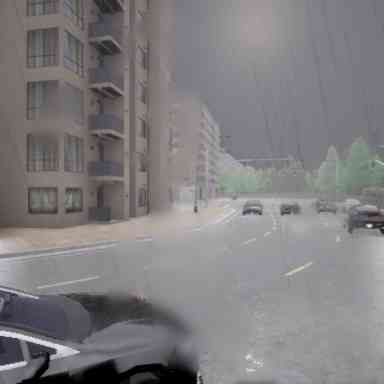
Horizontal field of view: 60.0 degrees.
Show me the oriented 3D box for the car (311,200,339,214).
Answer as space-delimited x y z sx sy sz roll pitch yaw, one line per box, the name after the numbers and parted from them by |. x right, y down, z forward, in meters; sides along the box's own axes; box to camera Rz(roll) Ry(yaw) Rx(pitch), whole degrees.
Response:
13.773 1.542 34.857 2.033 1.411 5.357 0 0 12 | car

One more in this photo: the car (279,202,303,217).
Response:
9.301 1.596 31.395 1.895 1.301 4.718 0 0 13 | car

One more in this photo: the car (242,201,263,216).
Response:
5.997 1.543 32.657 2.033 1.411 5.357 0 0 13 | car

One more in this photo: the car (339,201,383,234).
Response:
9.916 1.499 19.350 1.837 1.490 4.892 0 -1 19 | car

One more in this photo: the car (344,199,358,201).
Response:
17.916 1.519 37.609 1.812 1.442 4.674 0 0 13 | car

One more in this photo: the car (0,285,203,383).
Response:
-2.167 1.493 2.598 4.902 1.511 2.128 0 0 -35 | car
